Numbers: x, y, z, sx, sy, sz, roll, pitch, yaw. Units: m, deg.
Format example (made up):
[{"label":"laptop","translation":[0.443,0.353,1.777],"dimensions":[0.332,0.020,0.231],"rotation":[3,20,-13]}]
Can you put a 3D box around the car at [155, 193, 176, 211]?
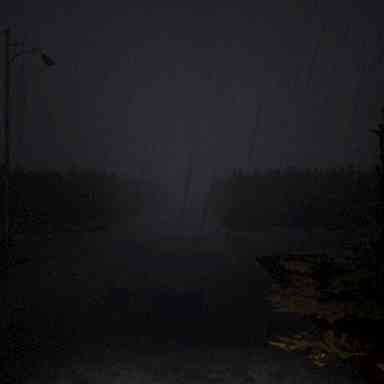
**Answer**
[{"label":"car","translation":[-3.096,1.147,39.694],"dimensions":[2.150,2.045,5.566],"rotation":[0,0,0]}]
